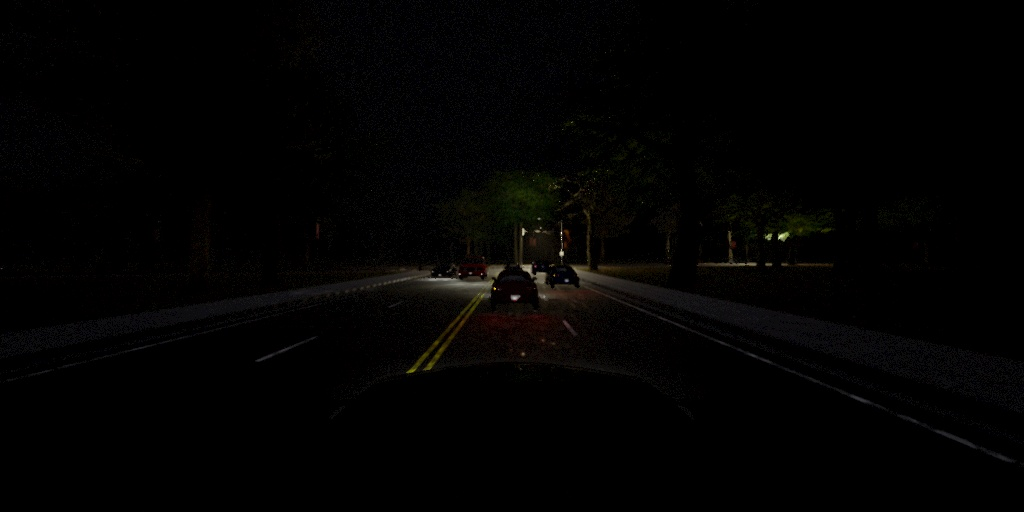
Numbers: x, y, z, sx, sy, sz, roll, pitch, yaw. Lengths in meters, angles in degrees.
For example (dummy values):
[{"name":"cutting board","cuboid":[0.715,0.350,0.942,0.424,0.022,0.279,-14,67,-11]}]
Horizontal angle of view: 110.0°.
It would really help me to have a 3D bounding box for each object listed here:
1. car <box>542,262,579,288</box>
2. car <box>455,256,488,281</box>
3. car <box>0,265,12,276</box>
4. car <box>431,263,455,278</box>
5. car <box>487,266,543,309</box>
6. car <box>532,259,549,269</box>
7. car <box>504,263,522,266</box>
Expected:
[{"name":"car","cuboid":[3.330,1.327,24.223,1.812,1.442,4.674,0,0,0]},{"name":"car","cuboid":[-3.346,1.031,31.730,2.150,2.045,5.566,0,0,0]},{"name":"car","cuboid":[-53.590,1.169,35.636,4.892,1.490,1.837,0,0,-22]},{"name":"car","cuboid":[-6.577,1.362,35.436,2.033,1.411,5.357,0,0,0]},{"name":"car","cuboid":[0.096,1.311,15.150,1.812,1.442,4.674,0,0,0]},{"name":"car","cuboid":[3.337,1.170,40.703,2.097,1.767,4.553,0,0,0]},{"name":"car","cuboid":[0.090,1.378,35.360,1.994,1.385,4.181,0,0,0]}]
